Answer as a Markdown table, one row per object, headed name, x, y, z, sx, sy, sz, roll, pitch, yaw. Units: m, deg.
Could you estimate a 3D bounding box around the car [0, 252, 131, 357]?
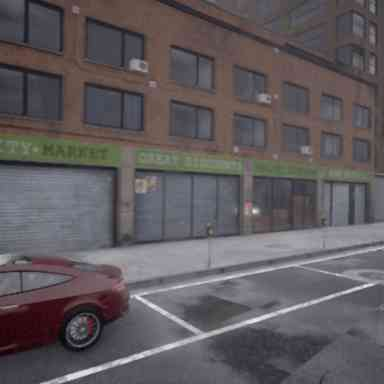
| name | x | y | z | sx | sy | sz | roll | pitch | yaw |
| --- | --- | --- | --- | --- | --- | --- | --- | --- | --- |
| car | -2.934 | 1.584 | 4.664 | 4.206 | 1.307 | 1.802 | 0 | 0 | -35 |
